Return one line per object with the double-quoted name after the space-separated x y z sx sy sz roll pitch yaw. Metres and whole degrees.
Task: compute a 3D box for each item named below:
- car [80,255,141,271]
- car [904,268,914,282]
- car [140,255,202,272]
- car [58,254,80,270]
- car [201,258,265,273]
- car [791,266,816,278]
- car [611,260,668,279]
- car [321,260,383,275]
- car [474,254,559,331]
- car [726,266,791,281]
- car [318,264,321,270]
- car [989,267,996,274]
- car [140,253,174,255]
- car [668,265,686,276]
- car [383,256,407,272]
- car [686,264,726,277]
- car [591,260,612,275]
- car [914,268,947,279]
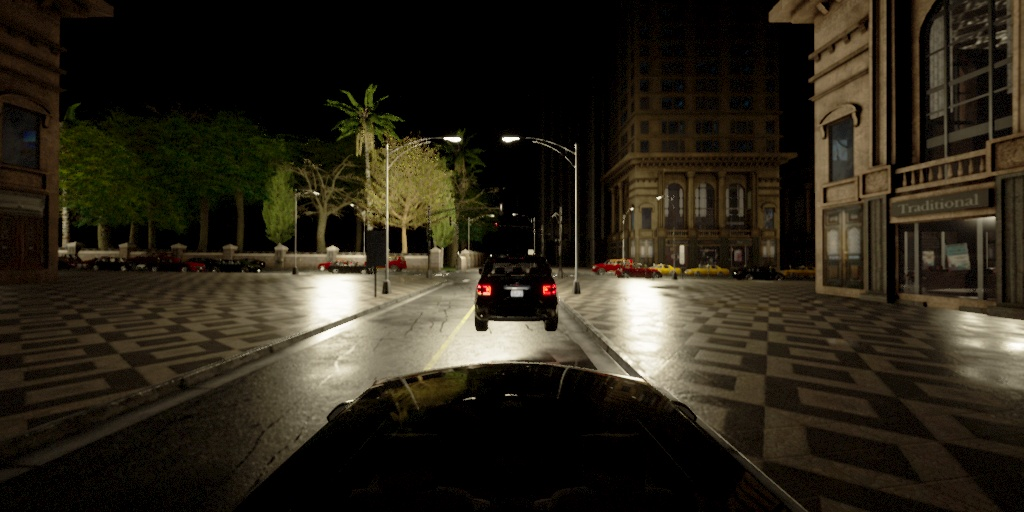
-37.056 0.786 33.764 4.403 1.370 2.007 0 0 0 "car"
34.037 1.810 33.496 4.313 1.339 1.948 0 0 0 "car"
-31.532 0.866 33.743 4.507 1.381 1.888 0 0 0 "car"
-42.579 0.731 33.785 4.207 1.307 1.802 0 0 0 "car"
-26.007 0.971 33.722 4.313 1.339 1.948 0 0 0 "car"
33.891 1.822 42.022 4.829 1.417 1.751 0 0 0 "car"
11.877 1.392 33.579 4.097 1.591 1.967 0 0 0 "car"
-14.960 1.120 33.680 4.403 1.370 2.007 0 0 0 "car"
0.109 0.975 11.081 2.150 2.045 5.566 0 0 0 "car"
22.957 1.667 33.537 4.313 1.339 1.948 0 0 0 "car"
-20.463 1.084 42.226 4.507 1.381 1.888 0 0 0 "car"
45.118 1.821 33.454 4.097 1.591 1.967 0 0 0 "car"
-42.558 0.515 42.310 5.009 1.841 2.192 0 0 0 "car"
17.270 1.605 42.085 4.829 1.417 1.751 0 0 0 "car"
-14.939 0.936 42.206 5.009 1.841 2.192 0 0 0 "car"
22.810 1.679 42.063 4.829 1.417 1.751 0 0 0 "car"
11.899 1.319 42.105 5.009 1.841 2.192 0 0 0 "car"
39.578 1.896 33.475 4.207 1.307 1.802 0 0 0 "car"
